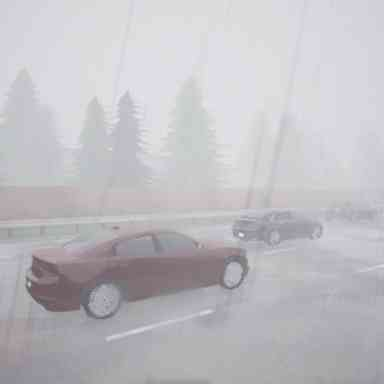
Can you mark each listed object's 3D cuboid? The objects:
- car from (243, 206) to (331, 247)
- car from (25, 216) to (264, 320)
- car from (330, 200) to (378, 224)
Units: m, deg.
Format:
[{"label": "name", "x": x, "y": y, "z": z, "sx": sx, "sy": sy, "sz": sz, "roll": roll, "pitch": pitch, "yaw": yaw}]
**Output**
[{"label": "car", "x": 4.008, "y": 1.511, "z": 15.203, "sx": 4.892, "sy": 1.490, "sz": 1.837, "roll": -1, "pitch": 0, "yaw": -35}, {"label": "car", "x": -0.899, "y": 1.479, "z": 7.404, "sx": 5.008, "sy": 1.535, "sz": 1.882, "roll": 0, "pitch": 0, "yaw": -35}, {"label": "car", "x": 12.229, "y": 1.360, "z": 25.364, "sx": 4.553, "sy": 1.767, "sz": 2.097, "roll": 0, "pitch": 0, "yaw": -36}]
